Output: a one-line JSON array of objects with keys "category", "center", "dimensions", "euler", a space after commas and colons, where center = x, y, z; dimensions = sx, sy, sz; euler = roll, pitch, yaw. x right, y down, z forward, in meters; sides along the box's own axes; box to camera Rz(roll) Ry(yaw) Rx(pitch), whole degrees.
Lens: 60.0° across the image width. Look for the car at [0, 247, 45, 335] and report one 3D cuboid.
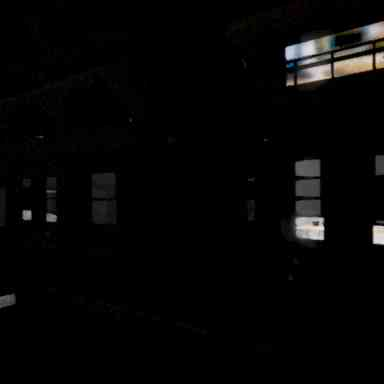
[{"category": "car", "center": [-4.397, 1.636, 6.008], "dimensions": [4.313, 1.339, 1.947], "euler": [-1, 0, 35]}]
